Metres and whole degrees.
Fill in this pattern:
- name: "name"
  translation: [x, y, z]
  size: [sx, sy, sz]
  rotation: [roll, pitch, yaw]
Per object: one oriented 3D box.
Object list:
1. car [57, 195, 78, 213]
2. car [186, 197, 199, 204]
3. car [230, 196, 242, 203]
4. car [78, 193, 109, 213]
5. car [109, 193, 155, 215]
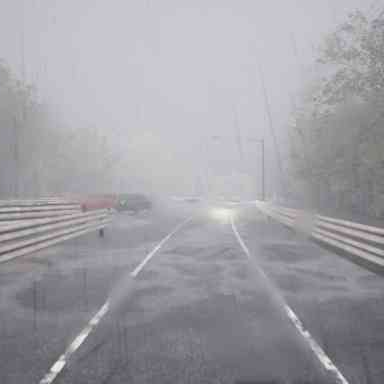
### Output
- name: "car"
  translation: [-12.357, 1.230, 35.783]
  size: [2.097, 1.767, 4.553]
  rotation: [0, -1, 18]
- name: "car"
  translation: [0.213, 1.910, 75.588]
  size: [1.882, 1.535, 5.008]
  rotation: [0, -1, 18]
- name: "car"
  translation: [12.480, 2.241, 91.214]
  size: [2.033, 1.411, 5.357]
  rotation: [0, -1, 18]
- name: "car"
  translation: [-9.005, 1.110, 34.770]
  size: [2.150, 2.045, 5.566]
  rotation: [0, -1, 18]
- name: "car"
  translation: [-5.667, 1.165, 33.650]
  size: [2.150, 2.045, 5.566]
  rotation: [1, 0, 18]
